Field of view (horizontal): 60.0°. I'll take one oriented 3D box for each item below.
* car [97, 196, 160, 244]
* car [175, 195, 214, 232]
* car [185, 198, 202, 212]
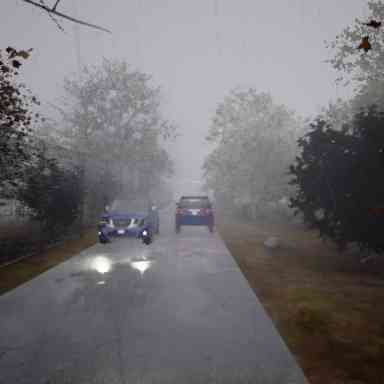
[{"bbox_3d":[-2.801,1.214,15.994,2.150,2.045,5.566,0,0,0],"label":"car"},{"bbox_3d":[0.145,1.213,20.331,2.150,2.045,5.566,0,0,0],"label":"car"},{"bbox_3d":[0.219,1.462,39.033,1.882,1.535,5.008,0,0,0],"label":"car"}]
